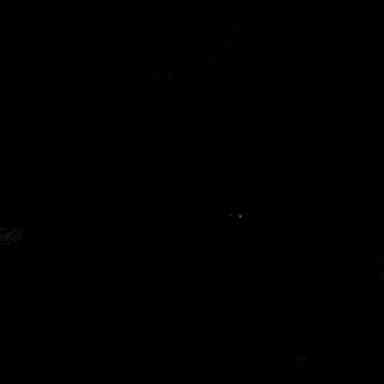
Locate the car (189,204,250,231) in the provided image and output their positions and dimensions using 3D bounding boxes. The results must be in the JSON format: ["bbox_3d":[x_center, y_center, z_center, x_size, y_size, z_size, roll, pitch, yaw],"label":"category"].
[{"bbox_3d":[1.777,1.649,23.222,2.097,1.767,4.553,0,-1,-40],"label":"car"}]
